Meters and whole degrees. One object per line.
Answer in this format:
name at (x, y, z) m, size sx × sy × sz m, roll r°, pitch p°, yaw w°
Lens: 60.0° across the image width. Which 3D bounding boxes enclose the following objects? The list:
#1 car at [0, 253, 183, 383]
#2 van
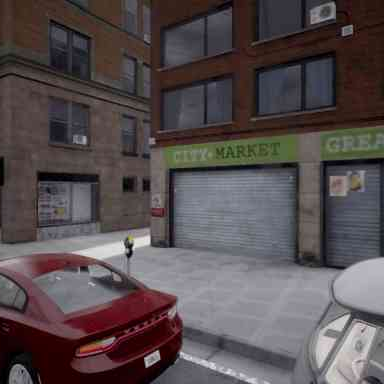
car at (-2.214, 1.544, 4.654) m, size 4.507 × 1.381 × 1.887 m, roll 0°, pitch 0°, yaw 35°
van at (2.395, 1.341, 1.367) m, size 3.998 × 1.788 × 1.690 m, roll 0°, pitch 0°, yaw 35°
